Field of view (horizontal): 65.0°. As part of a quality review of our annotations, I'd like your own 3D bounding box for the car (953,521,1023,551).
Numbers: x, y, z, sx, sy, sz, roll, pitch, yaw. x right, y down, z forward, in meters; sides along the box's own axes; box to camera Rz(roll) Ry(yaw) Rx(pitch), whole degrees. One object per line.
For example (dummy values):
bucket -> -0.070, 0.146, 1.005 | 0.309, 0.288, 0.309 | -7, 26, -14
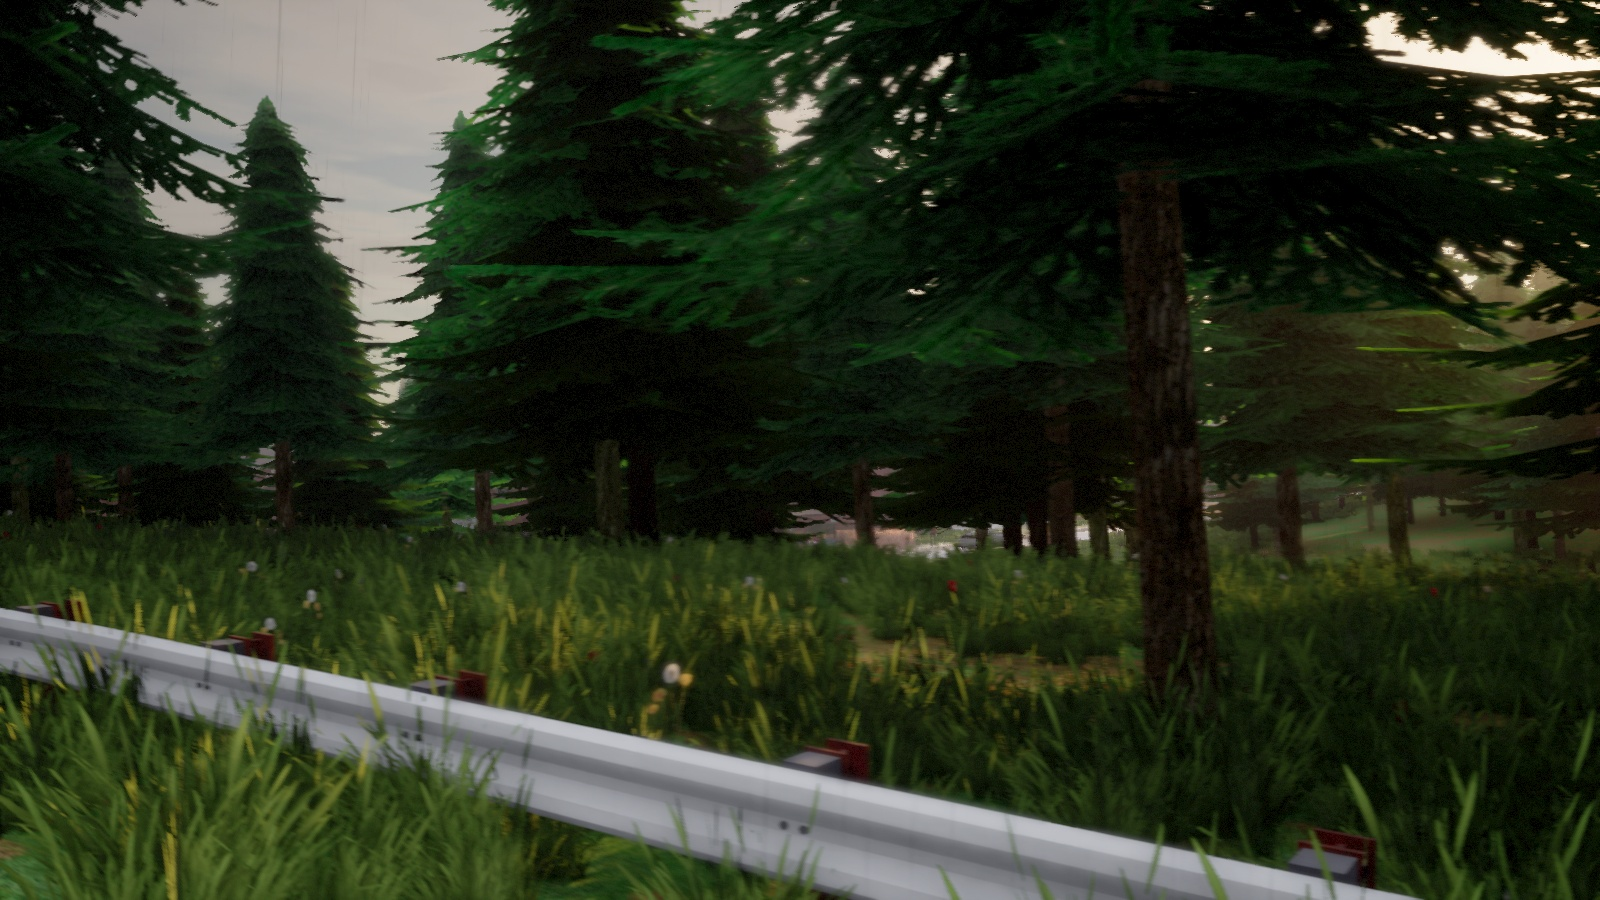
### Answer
car -> 12.663, 5.754, 84.236 | 2.128, 1.511, 4.902 | -6, -3, 43
